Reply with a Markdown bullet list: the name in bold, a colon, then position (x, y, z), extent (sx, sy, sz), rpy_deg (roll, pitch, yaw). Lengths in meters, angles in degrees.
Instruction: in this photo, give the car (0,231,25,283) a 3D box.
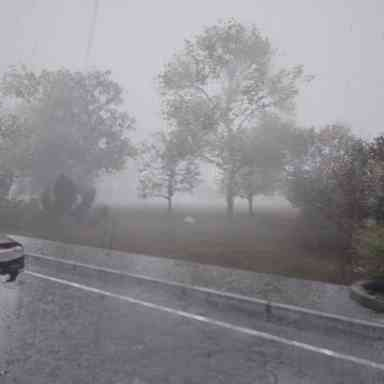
- **car**: position (-6.145, 1.489, 8.391), extent (4.902, 1.511, 2.128), rpy_deg (0, 0, 36)
